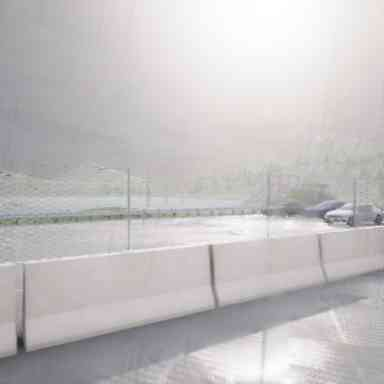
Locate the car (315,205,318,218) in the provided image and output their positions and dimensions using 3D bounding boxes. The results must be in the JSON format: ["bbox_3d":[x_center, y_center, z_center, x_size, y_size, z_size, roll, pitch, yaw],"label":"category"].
[{"bbox_3d":[11.383,1.466,27.061,5.008,1.535,1.882,0,0,-27],"label":"car"}]
